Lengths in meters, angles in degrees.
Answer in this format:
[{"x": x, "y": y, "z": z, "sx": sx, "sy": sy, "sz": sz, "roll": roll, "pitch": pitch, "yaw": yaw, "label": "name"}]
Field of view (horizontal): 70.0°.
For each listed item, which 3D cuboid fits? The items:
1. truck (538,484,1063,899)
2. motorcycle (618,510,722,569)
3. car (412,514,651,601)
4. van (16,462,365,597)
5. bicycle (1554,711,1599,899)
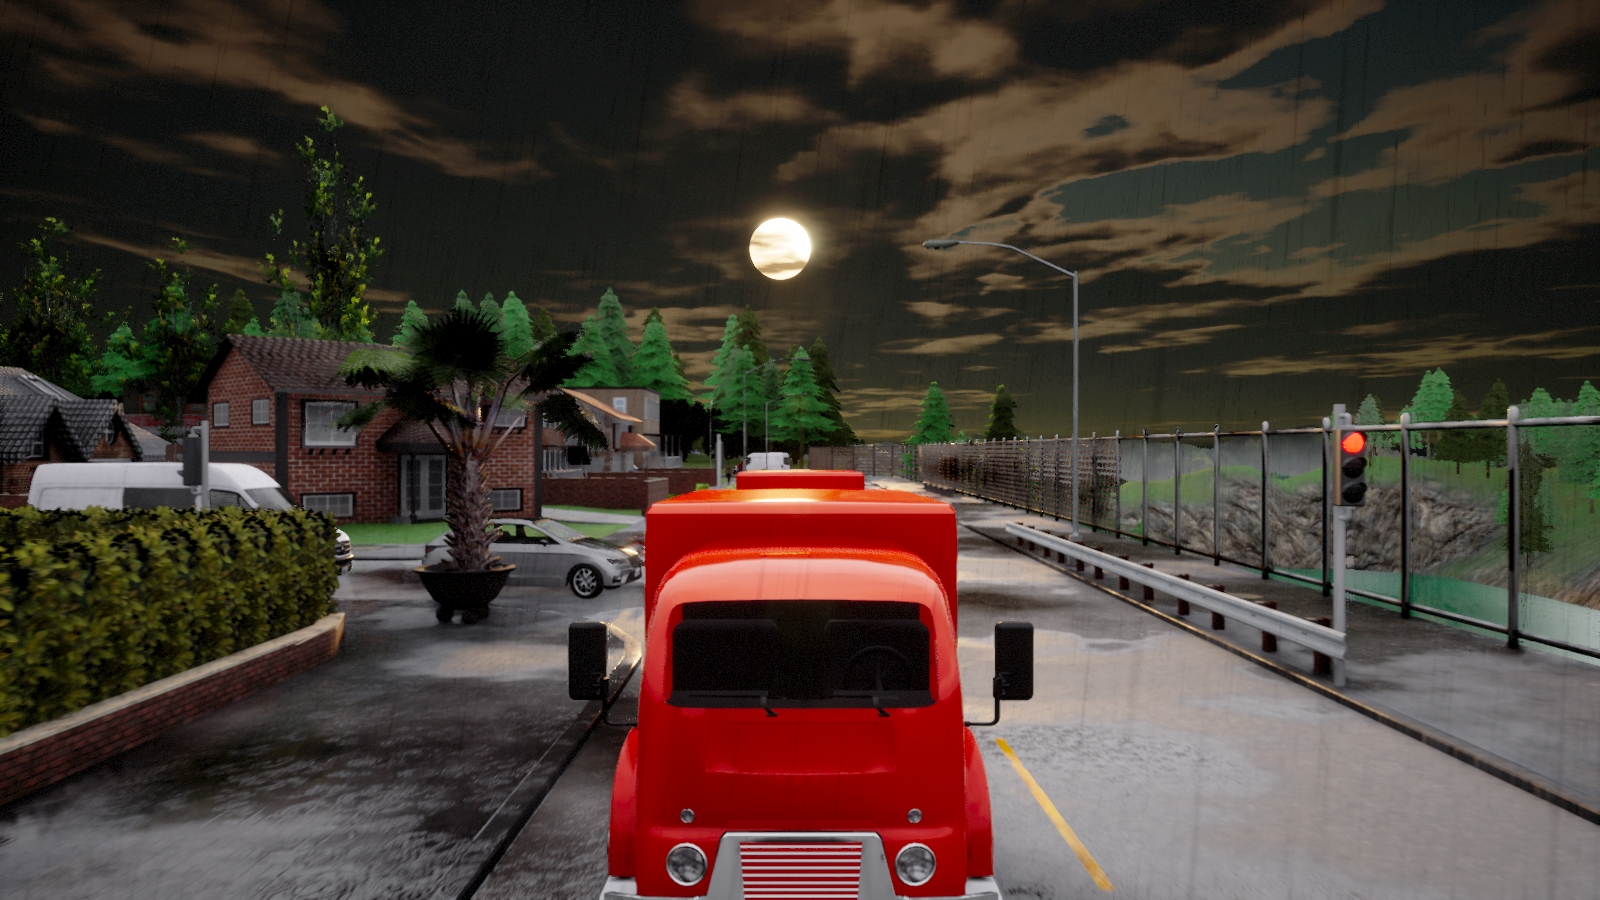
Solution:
[{"x": 0.002, "y": 1.567, "z": 8.320, "sx": 2.627, "sy": 2.467, "sz": 5.204, "roll": 0, "pitch": 0, "yaw": 0, "label": "truck"}, {"x": -3.151, "y": 2.157, "z": 27.732, "sx": 2.356, "sy": 1.307, "sz": 0.764, "roll": 0, "pitch": -5, "yaw": -32, "label": "motorcycle"}, {"x": -5.218, "y": 2.067, "z": 22.459, "sx": 4.193, "sy": 1.474, "sz": 1.816, "roll": 0, "pitch": 0, "yaw": 8, "label": "car"}, {"x": -12.032, "y": 1.536, "z": 22.844, "sx": 5.915, "sy": 2.561, "sz": 1.988, "roll": 0, "pitch": 0, "yaw": 0, "label": "van"}, {"x": 3.988, "y": 2.061, "z": 4.879, "sx": 0.329, "sy": 1.471, "sz": 1.835, "roll": 0, "pitch": 0, "yaw": 0, "label": "bicycle"}]
